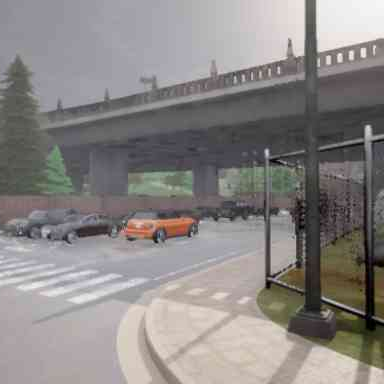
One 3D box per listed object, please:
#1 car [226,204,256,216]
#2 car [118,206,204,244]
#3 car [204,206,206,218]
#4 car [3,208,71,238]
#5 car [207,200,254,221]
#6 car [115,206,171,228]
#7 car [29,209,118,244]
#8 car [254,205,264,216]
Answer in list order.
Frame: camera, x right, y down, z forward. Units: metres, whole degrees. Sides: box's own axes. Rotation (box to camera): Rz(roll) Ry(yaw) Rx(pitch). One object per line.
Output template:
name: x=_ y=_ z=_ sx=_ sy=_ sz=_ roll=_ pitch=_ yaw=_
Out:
car: x=6.686 y=2.392 z=45.024 sx=2.033 sy=1.411 sz=5.357 roll=-1 pitch=-1 yaw=33
car: x=-1.561 y=1.740 z=18.390 sx=2.097 sy=1.767 sz=4.553 roll=-1 pitch=-1 yaw=32
car: x=-1.030 y=2.051 z=26.217 sx=1.812 sy=1.442 sz=4.674 roll=-1 pitch=-1 yaw=32
car: x=-8.889 y=1.786 z=20.245 sx=2.097 sy=1.767 sz=4.553 roll=-1 pitch=-1 yaw=32
car: x=4.088 y=1.883 z=34.403 sx=2.150 sy=2.045 sz=5.566 roll=-1 pitch=-1 yaw=32
car: x=-4.004 y=2.042 z=28.064 sx=1.882 sy=1.535 sz=5.008 roll=-1 pitch=-1 yaw=32
car: x=-5.940 y=1.887 z=18.360 sx=2.128 sy=1.511 sz=4.902 roll=-1 pitch=-1 yaw=32
car: x=9.720 y=2.356 z=43.270 sx=2.033 sy=1.411 sz=5.357 roll=-1 pitch=-1 yaw=33
